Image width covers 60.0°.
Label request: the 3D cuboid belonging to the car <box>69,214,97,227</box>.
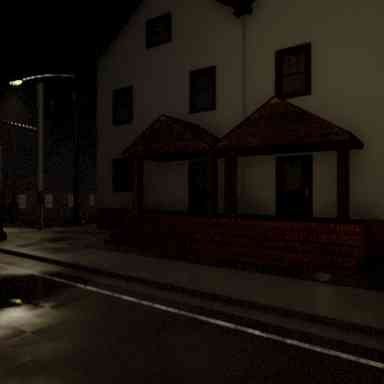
[{"bbox_3d":[-10.246,3.372,35.677,2.150,2.045,5.566,0,-10,35],"label":"car"}]
